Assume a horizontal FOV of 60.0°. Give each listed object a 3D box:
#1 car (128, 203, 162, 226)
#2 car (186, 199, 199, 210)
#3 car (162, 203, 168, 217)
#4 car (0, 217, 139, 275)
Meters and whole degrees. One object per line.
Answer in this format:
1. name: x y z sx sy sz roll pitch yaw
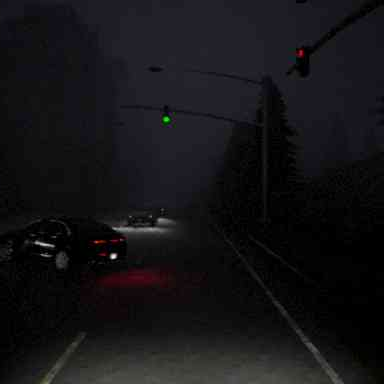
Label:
1. car: -3.584 1.689 25.055 1.812 1.442 4.674 0 0 0
2. car: 0.091 1.801 49.850 1.882 1.535 5.008 0 0 0
3. car: -3.597 1.828 34.899 1.895 1.301 4.718 0 0 0
4. car: -4.305 1.568 10.685 4.892 1.490 1.837 0 -4 31
